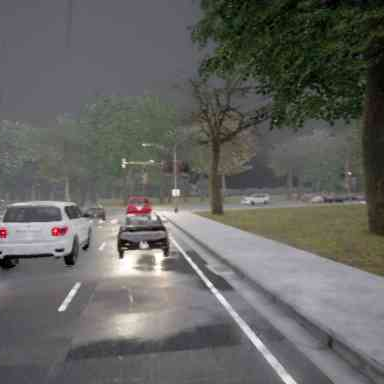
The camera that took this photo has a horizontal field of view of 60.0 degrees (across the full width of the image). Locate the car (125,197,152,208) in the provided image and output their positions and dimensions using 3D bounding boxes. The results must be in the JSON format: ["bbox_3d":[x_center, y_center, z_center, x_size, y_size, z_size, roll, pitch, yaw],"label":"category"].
[{"bbox_3d":[-4.717,1.469,29.649,2.150,2.045,5.566,-1,0,-9],"label":"car"}]

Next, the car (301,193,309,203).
[{"bbox_3d":[25.123,1.222,69.140,5.566,2.045,2.150,-1,-1,-32],"label":"car"}]

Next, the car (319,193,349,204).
[{"bbox_3d":[26.678,1.427,62.430,5.008,1.535,1.882,-1,-1,-32],"label":"car"}]

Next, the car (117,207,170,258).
[{"bbox_3d":[-2.010,1.610,13.515,2.128,1.511,4.902,-1,0,-10],"label":"car"}]

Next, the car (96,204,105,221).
[{"bbox_3d":[-9.099,1.801,30.155,2.128,1.511,4.902,0,0,-24],"label":"car"}]

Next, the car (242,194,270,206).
[{"bbox_3d":[11.652,1.393,60.711,5.566,2.045,2.150,-1,0,-32],"label":"car"}]

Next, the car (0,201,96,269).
[{"bbox_3d":[-5.073,1.367,12.101,2.150,2.045,5.566,-1,-1,-10],"label":"car"}]

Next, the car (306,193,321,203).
[{"bbox_3d":[25.271,1.511,65.384,4.674,1.442,1.812,-1,-1,-32],"label":"car"}]

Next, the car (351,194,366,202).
[{"bbox_3d":[35.496,1.250,68.001,4.902,1.511,2.128,-1,-1,-32],"label":"car"}]

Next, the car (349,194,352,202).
[{"bbox_3d":[33.731,1.129,70.733,4.553,1.767,2.097,-1,-1,-32],"label":"car"}]
